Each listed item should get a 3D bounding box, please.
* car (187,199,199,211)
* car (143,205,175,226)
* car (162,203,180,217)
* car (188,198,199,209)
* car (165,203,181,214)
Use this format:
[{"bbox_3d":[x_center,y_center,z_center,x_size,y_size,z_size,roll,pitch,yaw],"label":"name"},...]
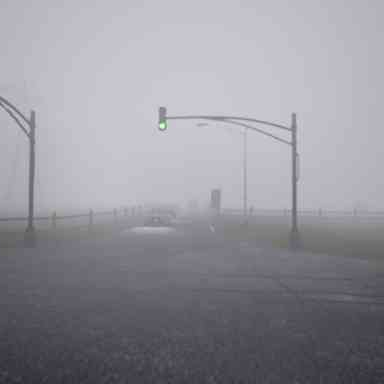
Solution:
[{"bbox_3d":[0.207,2.417,57.644,1.882,1.535,5.008,0,-1,0],"label":"car"},{"bbox_3d":[-2.758,1.994,27.129,1.994,1.385,4.181,0,-1,0],"label":"car"},{"bbox_3d":[-2.714,2.072,37.309,1.882,1.535,5.008,0,-1,1],"label":"car"},{"bbox_3d":[0.252,2.363,68.099,2.150,2.045,5.566,0,-1,0],"label":"car"},{"bbox_3d":[-2.662,2.312,47.669,2.033,1.411,5.357,0,-1,0],"label":"car"}]
